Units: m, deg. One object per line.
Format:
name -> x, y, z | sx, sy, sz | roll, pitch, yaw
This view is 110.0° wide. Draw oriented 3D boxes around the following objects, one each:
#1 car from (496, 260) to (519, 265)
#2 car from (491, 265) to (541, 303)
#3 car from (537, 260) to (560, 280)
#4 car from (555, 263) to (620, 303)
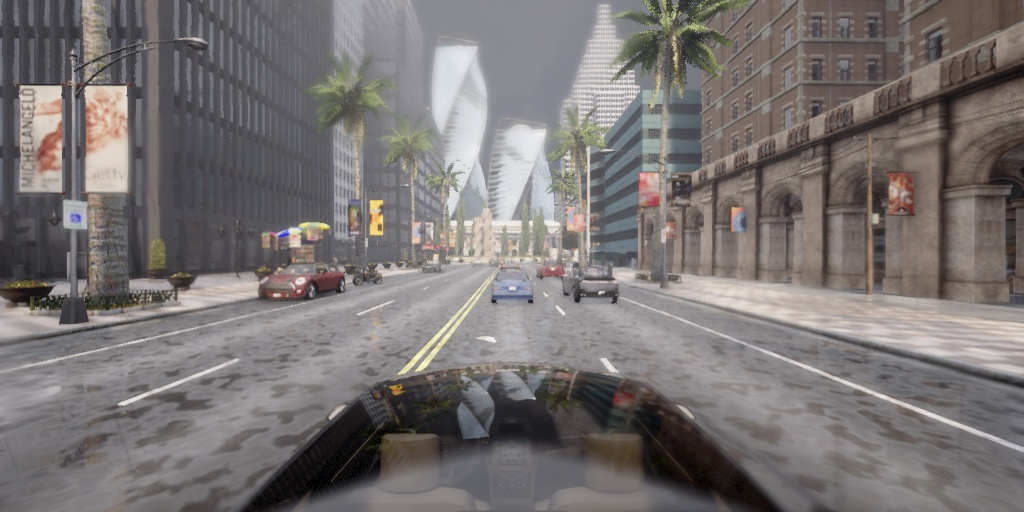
car -> -0.169, 1.232, 31.518 | 1.882, 1.535, 5.008 | 0, 0, -1
car -> -0.007, 1.310, 16.519 | 2.033, 1.411, 5.357 | 0, 0, -1
car -> 3.331, 1.114, 31.526 | 2.097, 1.767, 4.553 | 0, 0, -1
car -> 3.493, 1.242, 16.557 | 2.128, 1.511, 4.902 | 0, 0, -1
